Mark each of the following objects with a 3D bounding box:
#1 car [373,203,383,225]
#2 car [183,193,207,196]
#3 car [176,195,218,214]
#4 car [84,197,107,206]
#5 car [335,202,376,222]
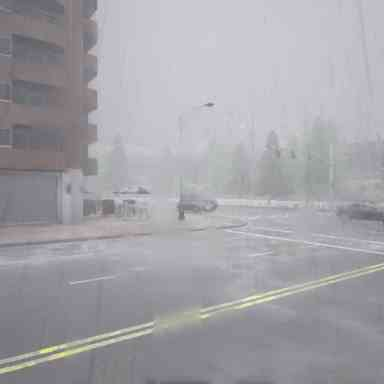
[{"bbox_3d":[12.698,1.471,17.477,2.128,1.511,4.902,0,0,-35],"label":"car"},{"bbox_3d":[0.790,1.165,40.436,2.150,2.045,5.566,0,0,-36],"label":"car"},{"bbox_3d":[0.223,1.436,35.165,2.128,1.511,4.902,0,0,-36],"label":"car"},{"bbox_3d":[-13.712,1.470,50.602,4.674,1.442,1.812,0,0,28],"label":"car"},{"bbox_3d":[12.686,1.456,23.574,2.128,1.511,4.902,0,0,-35],"label":"car"}]
